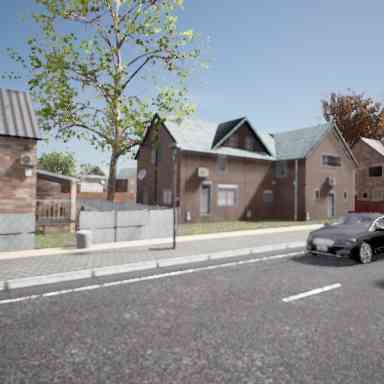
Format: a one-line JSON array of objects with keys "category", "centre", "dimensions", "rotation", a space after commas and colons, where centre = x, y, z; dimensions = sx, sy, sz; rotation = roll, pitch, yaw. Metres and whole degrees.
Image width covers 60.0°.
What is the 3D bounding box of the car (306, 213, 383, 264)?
[{"category": "car", "centre": [6.149, 1.527, 12.000], "dimensions": [4.902, 1.511, 2.128], "rotation": [0, 0, -35]}]
